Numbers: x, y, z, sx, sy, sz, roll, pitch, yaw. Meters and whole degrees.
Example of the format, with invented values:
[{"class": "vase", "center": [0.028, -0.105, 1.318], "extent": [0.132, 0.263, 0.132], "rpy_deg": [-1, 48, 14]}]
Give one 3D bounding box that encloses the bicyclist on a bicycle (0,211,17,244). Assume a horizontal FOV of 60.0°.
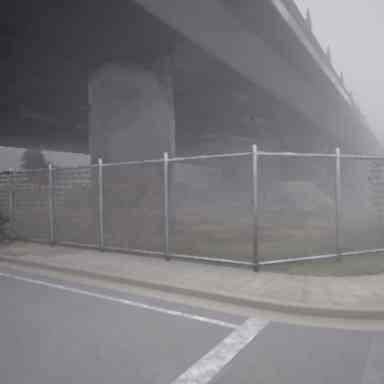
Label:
[{"class": "bicyclist on a bicycle", "center": [-7.875, 1.367, 13.395], "extent": [0.582, 1.620, 1.656], "rpy_deg": [-1, 0, 33]}]
